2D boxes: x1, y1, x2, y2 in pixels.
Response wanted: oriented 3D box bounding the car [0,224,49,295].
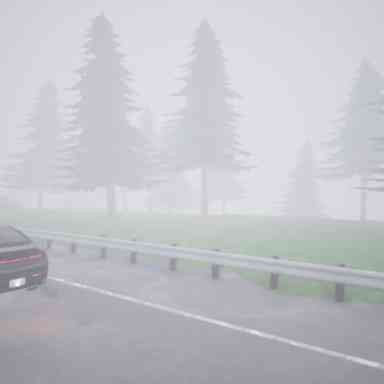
[{"bbox_3d":[-5.319,1.480,7.770,4.892,1.490,1.837,0,0,35],"label":"car"}]
